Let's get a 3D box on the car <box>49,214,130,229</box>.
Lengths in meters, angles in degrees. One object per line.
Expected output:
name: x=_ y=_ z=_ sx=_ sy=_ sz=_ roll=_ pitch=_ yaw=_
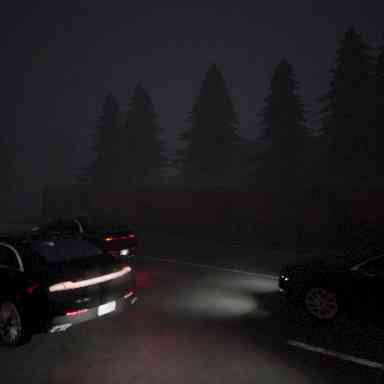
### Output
car: x=-3.932 y=1.505 z=11.129 sx=4.892 sy=1.490 sz=1.837 roll=0 pitch=0 yaw=36

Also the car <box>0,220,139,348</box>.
car: x=-3.219 y=1.492 z=6.309 sx=4.902 sy=1.511 sz=2.128 roll=0 pitch=0 yaw=36

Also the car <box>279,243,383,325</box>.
car: x=3.900 y=1.502 z=5.502 sx=4.892 sy=1.490 sz=1.837 roll=-1 pitch=-1 yaw=36
